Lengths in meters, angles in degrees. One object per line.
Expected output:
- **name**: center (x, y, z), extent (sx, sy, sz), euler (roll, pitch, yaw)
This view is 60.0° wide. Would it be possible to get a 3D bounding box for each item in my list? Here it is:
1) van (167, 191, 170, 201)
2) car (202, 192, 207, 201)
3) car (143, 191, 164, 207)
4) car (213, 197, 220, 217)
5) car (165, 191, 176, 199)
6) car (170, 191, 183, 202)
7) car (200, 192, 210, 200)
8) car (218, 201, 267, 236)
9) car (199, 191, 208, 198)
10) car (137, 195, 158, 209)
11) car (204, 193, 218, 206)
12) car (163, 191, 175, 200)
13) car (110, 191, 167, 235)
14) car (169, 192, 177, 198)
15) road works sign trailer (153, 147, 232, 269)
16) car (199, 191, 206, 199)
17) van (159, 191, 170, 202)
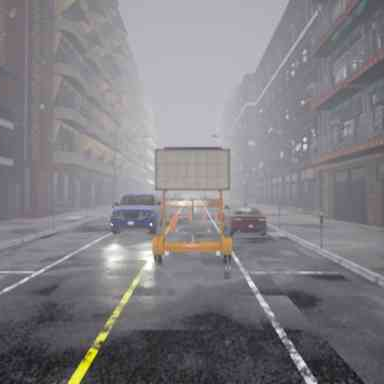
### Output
- **van**: center (-5.119, 0.827, 55.853), extent (1.690, 1.788, 3.998), euler (2, 0, 0)
- **car**: center (2.721, 1.127, 44.709), extent (2.008, 1.369, 4.403), euler (1, 0, 0)
- **car**: center (-5.153, 0.891, 44.795), extent (2.192, 1.841, 5.009), euler (2, 0, 0)
- **car**: center (2.653, 1.295, 22.758), extent (1.752, 1.417, 4.829), euler (1, 1, 0)
- **car**: center (-5.050, 0.643, 77.975), extent (2.192, 1.841, 5.009), euler (1, 0, 0)
- **car**: center (-2.639, 0.817, 58.596), extent (2.097, 1.767, 4.553), euler (0, 0, 1)
- **car**: center (2.817, 0.805, 72.361), extent (1.967, 1.590, 4.097), euler (1, 0, 0)
- **car**: center (2.635, 1.369, 17.057), extent (1.887, 1.381, 4.507), euler (1, 1, 0)
- **car**: center (2.812, 0.606, 83.422), extent (2.192, 1.841, 5.009), euler (1, 0, 0)
- **car**: center (-5.176, 1.151, 39.095), extent (1.752, 1.417, 4.829), euler (2, 0, 0)
- **car**: center (2.704, 1.168, 39.178), extent (1.887, 1.381, 4.507), euler (1, 0, 0)
- **car**: center (-5.068, 0.681, 72.445), extent (2.192, 1.841, 5.009), euler (1, 0, 0)
- **car**: center (-2.796, 1.038, 17.952), extent (2.150, 2.045, 5.566), euler (0, 1, 0)
- **car**: center (-5.022, 0.823, 89.039), extent (1.947, 1.339, 4.313), euler (1, 0, 0)
- **road works sign trailer**: center (0.021, 0.351, 10.734), extent (2.380, 3.560, 2.880), euler (0, 1, 0)
- **car**: center (2.773, 0.989, 61.301), extent (1.887, 1.381, 4.507), euler (1, 0, 0)
- **van**: center (-5.103, 0.785, 61.385), extent (1.690, 1.788, 3.998), euler (1, 0, 0)
